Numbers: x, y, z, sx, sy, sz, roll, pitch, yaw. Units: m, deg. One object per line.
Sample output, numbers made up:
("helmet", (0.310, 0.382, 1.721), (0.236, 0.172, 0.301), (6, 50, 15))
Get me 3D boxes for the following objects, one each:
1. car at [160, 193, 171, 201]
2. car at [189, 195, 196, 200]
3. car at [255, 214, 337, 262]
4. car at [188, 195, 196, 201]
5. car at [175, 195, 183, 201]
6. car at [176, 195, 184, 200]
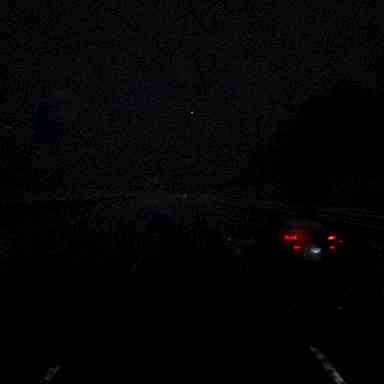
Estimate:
("car", (-6.949, 1.302, 85.078), (2.150, 2.045, 5.566), (0, 0, 0))
("car", (0.058, 1.468, 95.465), (2.033, 1.411, 5.357), (0, 0, 0))
("car", (3.544, 1.529, 11.956), (1.812, 1.442, 4.674), (0, 0, -1))
("car", (0.051, 1.432, 85.431), (2.097, 1.767, 4.553), (0, 0, 0))
("car", (-3.449, 1.601, 85.046), (2.128, 1.511, 4.902), (0, 0, 0))
("car", (-3.442, 1.468, 95.467), (2.033, 1.411, 5.357), (0, 0, 0))
